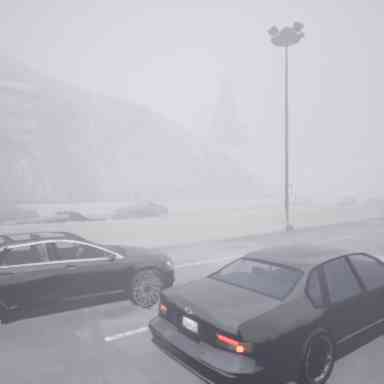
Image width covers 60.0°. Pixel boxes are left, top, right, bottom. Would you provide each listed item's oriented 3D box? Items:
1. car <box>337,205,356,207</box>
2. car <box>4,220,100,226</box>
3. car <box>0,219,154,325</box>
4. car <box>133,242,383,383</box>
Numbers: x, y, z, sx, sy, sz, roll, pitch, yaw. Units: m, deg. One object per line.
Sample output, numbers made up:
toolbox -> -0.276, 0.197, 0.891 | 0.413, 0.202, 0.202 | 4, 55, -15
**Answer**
car -> 23.246, 1.393, 49.683 | 2.097, 1.767, 4.553 | 0, 0, 40
car -> -6.741, 1.636, 16.510 | 4.718, 1.301, 1.895 | 0, 0, -37
car -> -2.581, 1.505, 6.314 | 4.902, 1.511, 2.128 | 0, 0, -36
car -> 1.982, 1.553, 5.300 | 5.357, 1.411, 2.033 | 0, 0, -37
